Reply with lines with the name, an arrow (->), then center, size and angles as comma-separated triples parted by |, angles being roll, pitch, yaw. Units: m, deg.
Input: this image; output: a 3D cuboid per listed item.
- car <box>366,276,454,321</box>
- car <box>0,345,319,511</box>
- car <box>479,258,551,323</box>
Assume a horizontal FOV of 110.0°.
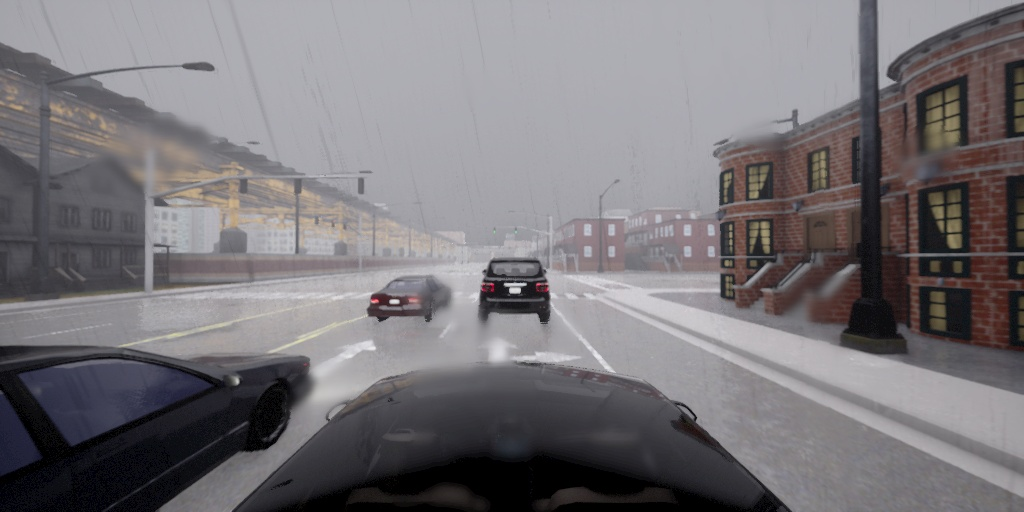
car -> -3.413, 1.414, 13.020 | 2.033, 1.411, 5.357 | 0, -1, 1
car -> -3.392, 1.302, 2.135 | 2.033, 1.411, 5.357 | 0, -1, -1
car -> 0.090, 1.085, 12.727 | 2.150, 2.045, 5.566 | 0, -1, 0
